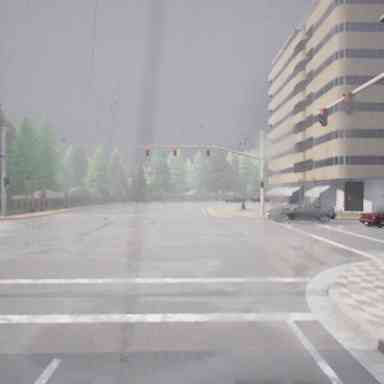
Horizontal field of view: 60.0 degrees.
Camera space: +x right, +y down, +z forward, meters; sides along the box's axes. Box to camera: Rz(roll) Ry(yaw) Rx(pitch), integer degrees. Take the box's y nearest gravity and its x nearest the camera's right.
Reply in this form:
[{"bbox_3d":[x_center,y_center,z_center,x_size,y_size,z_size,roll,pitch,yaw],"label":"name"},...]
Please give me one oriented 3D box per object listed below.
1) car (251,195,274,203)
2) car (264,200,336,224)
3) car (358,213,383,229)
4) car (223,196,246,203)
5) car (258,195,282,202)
[{"bbox_3d":[14.097,1.489,68.174,4.674,1.442,1.812,0,0,-34],"label":"car"},{"bbox_3d":[7.963,1.533,24.350,4.902,1.511,2.128,0,0,-1],"label":"car"},{"bbox_3d":[13.164,1.645,20.944,4.718,1.301,1.895,0,0,-1],"label":"car"},{"bbox_3d":[8.783,1.510,68.463,5.357,1.411,2.033,0,0,-38],"label":"car"},{"bbox_3d":[17.439,1.485,74.080,4.902,1.511,2.128,0,0,-23],"label":"car"}]
